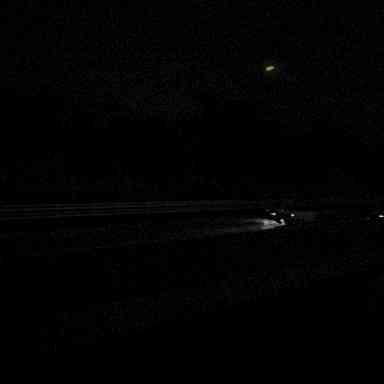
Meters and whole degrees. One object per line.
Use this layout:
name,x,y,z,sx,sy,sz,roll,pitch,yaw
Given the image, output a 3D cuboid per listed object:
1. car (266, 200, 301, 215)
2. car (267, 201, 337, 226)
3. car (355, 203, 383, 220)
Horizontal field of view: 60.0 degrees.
car,8.022,1.382,26.750,4.674,1.442,1.812,0,0,-35
car,7.458,1.475,22.074,4.718,1.301,1.895,0,0,-35
car,12.168,1.427,21.108,4.181,1.385,1.994,0,0,-35
